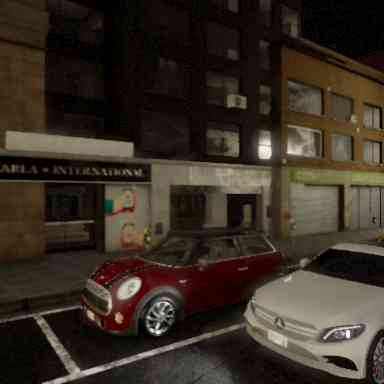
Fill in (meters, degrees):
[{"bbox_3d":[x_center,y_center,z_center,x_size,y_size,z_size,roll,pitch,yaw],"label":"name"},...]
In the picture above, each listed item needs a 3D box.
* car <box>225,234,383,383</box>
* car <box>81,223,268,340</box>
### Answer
[{"bbox_3d":[2.960,1.582,5.477,4.674,1.442,1.812,1,-1,-35],"label":"car"},{"bbox_3d":[-0.002,1.478,6.537,4.097,1.590,1.967,1,-1,-35],"label":"car"}]
